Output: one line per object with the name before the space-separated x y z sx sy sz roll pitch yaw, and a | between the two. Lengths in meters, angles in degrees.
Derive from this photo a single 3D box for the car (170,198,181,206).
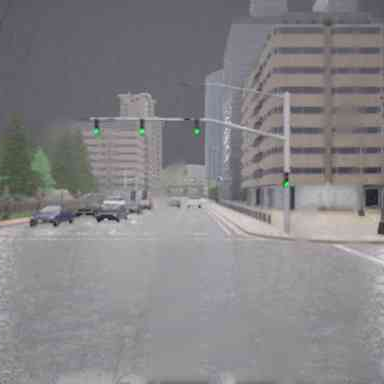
car | -3.171 1.993 65.606 1.882 1.535 5.008 0 0 0

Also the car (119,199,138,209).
car | -10.185 1.905 53.922 2.128 1.511 4.902 0 0 0

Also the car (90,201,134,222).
car | -6.701 1.765 28.548 2.033 1.411 5.357 0 0 0

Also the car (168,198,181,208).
car | -3.054 2.008 56.651 1.994 1.385 4.181 0 0 0

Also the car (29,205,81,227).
car | -10.176 1.708 24.629 1.812 1.442 4.674 0 0 1

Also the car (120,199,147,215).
car | -6.714 1.854 37.754 1.994 1.385 4.181 0 0 0

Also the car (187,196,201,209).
car | 0.349 1.660 55.277 2.150 2.045 5.566 0 0 0

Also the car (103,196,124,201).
car | -10.213 1.554 43.691 2.150 2.045 5.566 0 0 1

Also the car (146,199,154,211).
car | -6.711 1.851 48.213 1.882 1.535 5.008 0 0 0

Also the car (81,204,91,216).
car | -10.209 1.855 33.728 1.895 1.301 4.718 0 0 0
